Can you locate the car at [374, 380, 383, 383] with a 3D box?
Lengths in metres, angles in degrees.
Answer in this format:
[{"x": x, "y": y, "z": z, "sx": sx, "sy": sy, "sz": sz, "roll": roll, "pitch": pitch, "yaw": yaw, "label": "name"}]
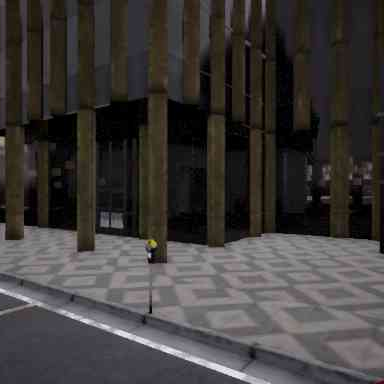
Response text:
[{"x": 2.821, "y": 1.545, "z": 0.949, "sx": 4.507, "sy": 1.381, "sz": 1.887, "roll": 0, "pitch": 0, "yaw": 36, "label": "car"}]
